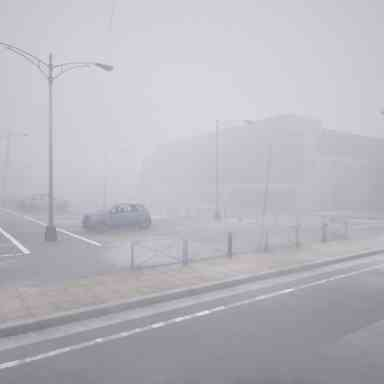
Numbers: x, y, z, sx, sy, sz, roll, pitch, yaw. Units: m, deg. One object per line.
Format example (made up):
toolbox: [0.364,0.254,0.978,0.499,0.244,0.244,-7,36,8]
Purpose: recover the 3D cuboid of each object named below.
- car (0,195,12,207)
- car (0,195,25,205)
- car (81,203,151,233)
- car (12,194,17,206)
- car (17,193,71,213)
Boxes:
car: [-23.967,1.154,46.028,5.027,1.636,2.152,0,0,-35]
car: [-27.906,1.233,51.105,3.806,1.475,1.970,0,0,-35]
car: [-4.113,1.374,18.077,3.633,1.501,1.845,0,0,-35]
car: [-16.641,1.078,35.538,3.866,1.878,1.905,0,0,-35]
car: [-14.640,1.098,33.392,4.605,1.855,1.932,0,0,-35]
